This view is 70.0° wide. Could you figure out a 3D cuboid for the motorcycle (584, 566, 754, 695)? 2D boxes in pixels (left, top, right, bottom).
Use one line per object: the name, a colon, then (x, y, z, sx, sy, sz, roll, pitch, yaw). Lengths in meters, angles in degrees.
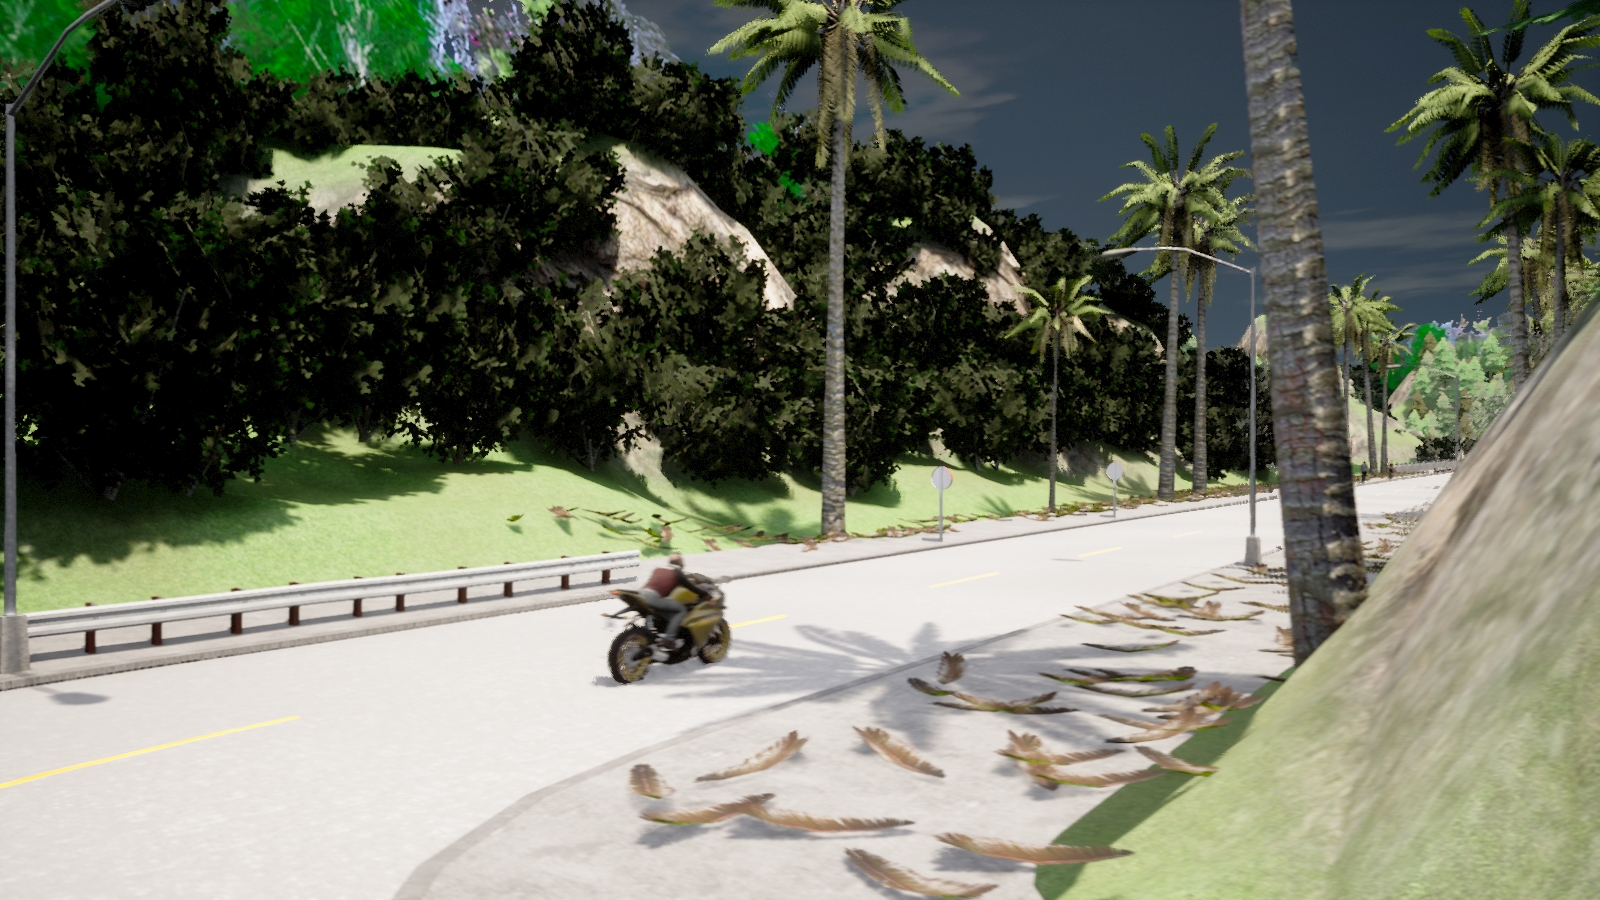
motorcycle: (-1.596, 2.205, 14.387, 0.867, 1.251, 2.209, 1, 0, 35)
